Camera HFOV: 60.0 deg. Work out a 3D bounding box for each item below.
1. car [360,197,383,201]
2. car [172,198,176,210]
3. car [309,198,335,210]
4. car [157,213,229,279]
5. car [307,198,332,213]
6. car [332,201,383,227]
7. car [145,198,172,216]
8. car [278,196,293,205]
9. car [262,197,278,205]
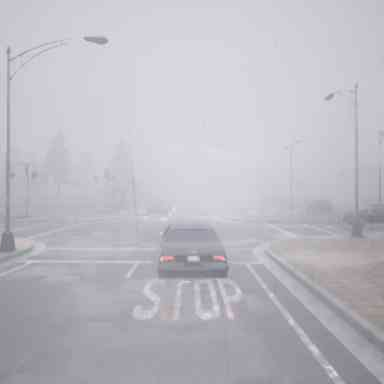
[{"bbox_3d":[29.132,1.568,54.784,1.845,1.501,3.633,0,0,0],"label":"car"},{"bbox_3d":[-3.574,1.680,44.761,1.882,1.535,5.008,0,0,0],"label":"car"},{"bbox_3d":[17.027,1.583,43.916,1.970,1.475,3.806,0,0,0],"label":"car"},{"bbox_3d":[-0.071,1.594,10.172,2.033,1.411,5.357,0,0,-2],"label":"car"},{"bbox_3d":[13.971,1.539,36.526,1.845,1.501,3.633,0,0,0],"label":"car"},{"bbox_3d":[12.677,1.580,22.758,4.902,1.511,2.128,0,0,1],"label":"car"},{"bbox_3d":[-3.581,1.509,34.737,2.097,1.767,4.553,0,0,0],"label":"car"},{"bbox_3d":[17.366,1.614,62.579,2.152,1.636,5.027,0,0,0],"label":"car"},{"bbox_3d":[14.229,1.623,62.559,2.007,1.523,4.514,0,0,0],"label":"car"}]
